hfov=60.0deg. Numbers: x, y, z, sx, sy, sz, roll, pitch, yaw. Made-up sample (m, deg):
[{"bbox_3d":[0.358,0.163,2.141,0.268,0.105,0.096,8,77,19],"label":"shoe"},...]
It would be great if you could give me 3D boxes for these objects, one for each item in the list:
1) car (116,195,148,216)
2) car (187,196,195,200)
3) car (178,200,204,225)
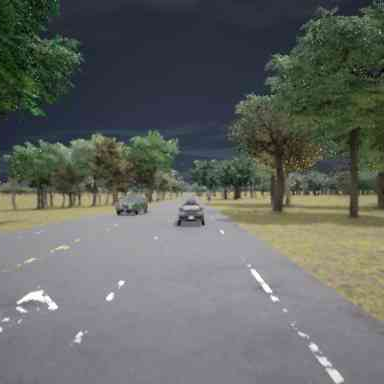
[{"bbox_3d":[-6.056,1.317,34.303,2.150,2.045,5.566,0,0,6],"label":"car"},{"bbox_3d":[-0.159,1.751,61.405,2.033,1.411,5.357,0,0,0],"label":"car"},{"bbox_3d":[-0.059,1.558,24.613,1.812,1.442,4.674,0,0,0],"label":"car"}]
